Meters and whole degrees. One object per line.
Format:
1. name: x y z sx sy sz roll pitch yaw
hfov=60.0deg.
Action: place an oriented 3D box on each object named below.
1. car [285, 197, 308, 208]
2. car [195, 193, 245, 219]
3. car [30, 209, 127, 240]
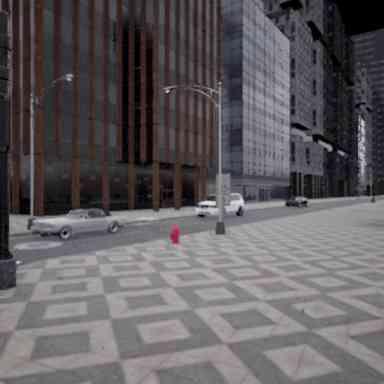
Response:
1. car: 14.127 1.351 44.773 1.882 1.535 5.008 0 0 36
2. car: 2.547 1.137 28.701 2.150 2.045 5.566 0 0 36
3. car: -5.689 1.557 17.139 1.895 1.301 4.718 0 0 35
